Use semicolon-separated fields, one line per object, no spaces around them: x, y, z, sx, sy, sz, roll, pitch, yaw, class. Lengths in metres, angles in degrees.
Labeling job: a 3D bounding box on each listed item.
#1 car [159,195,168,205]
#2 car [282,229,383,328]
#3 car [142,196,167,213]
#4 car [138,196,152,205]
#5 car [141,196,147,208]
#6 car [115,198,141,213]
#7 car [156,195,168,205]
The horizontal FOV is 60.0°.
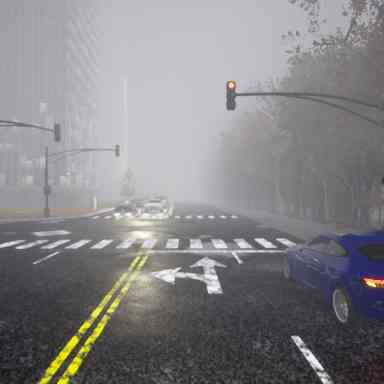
-4.596;1.364;46.477;2.097;1.767;4.553;0;0;-3;car
3.318;1.489;6.898;1.812;1.442;4.674;-3;-1;-2;car
-4.176;1.534;37.657;1.812;1.442;4.674;0;0;-1;car
-8.772;1.514;62.611;2.128;1.511;4.902;0;0;-3;car
-7.919;1.560;47.880;2.033;1.411;5.357;0;0;-3;car
-7.444;1.556;37.879;2.033;1.411;5.357;0;0;-2;car
-5.390;1.372;60.492;2.097;1.767;4.553;0;0;-3;car
